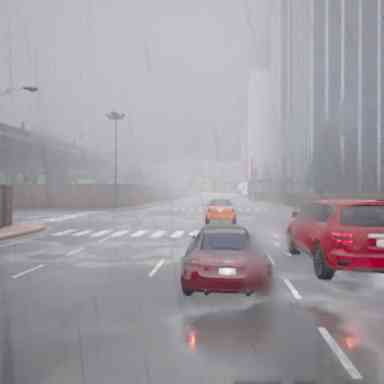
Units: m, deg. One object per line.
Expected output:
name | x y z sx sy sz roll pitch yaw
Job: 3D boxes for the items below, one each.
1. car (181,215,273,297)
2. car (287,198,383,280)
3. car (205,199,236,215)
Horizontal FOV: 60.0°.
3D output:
car | 0.826 1.539 8.614 1.994 1.385 4.181 0 0 4
car | 4.386 1.197 9.923 2.150 2.045 5.566 0 0 4
car | 2.109 1.286 24.538 2.097 1.767 4.553 0 0 5
